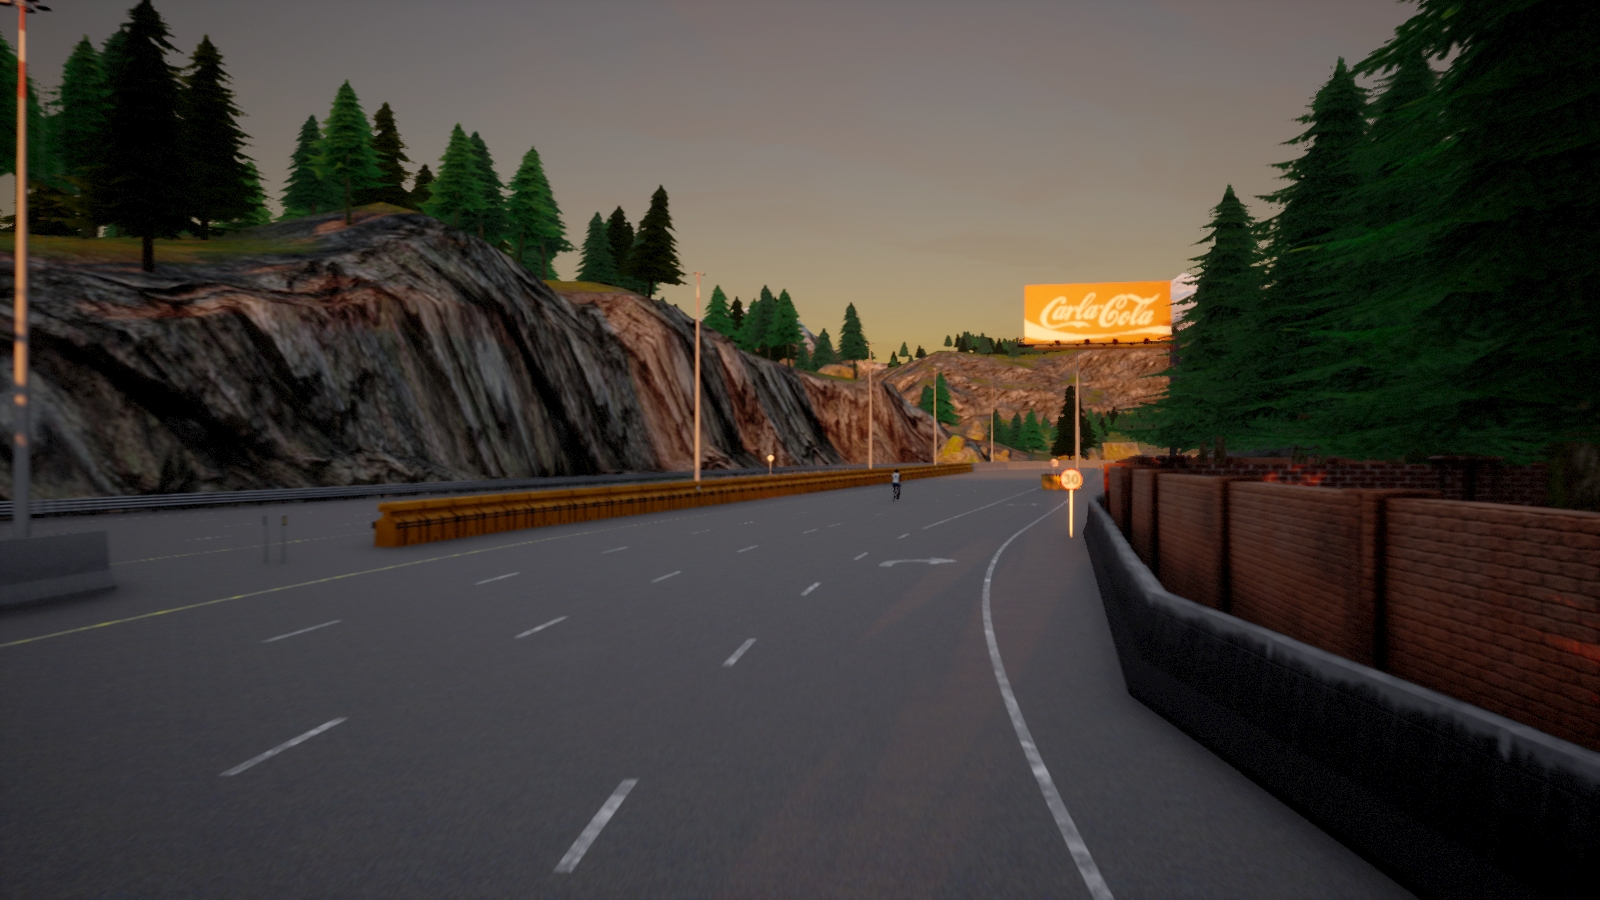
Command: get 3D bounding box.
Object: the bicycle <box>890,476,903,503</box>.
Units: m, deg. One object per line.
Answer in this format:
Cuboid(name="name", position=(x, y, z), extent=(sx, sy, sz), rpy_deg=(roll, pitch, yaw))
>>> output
Cuboid(name="bicycle", position=(5.241, 2.106, 61.834), extent=(0.373, 1.414, 1.643), rpy_deg=(0, 0, 17))
